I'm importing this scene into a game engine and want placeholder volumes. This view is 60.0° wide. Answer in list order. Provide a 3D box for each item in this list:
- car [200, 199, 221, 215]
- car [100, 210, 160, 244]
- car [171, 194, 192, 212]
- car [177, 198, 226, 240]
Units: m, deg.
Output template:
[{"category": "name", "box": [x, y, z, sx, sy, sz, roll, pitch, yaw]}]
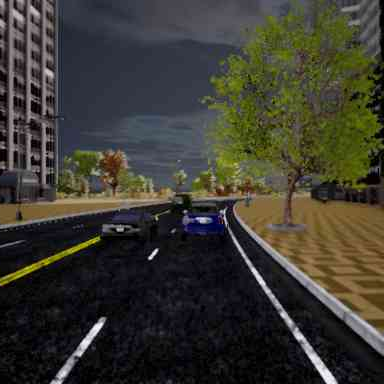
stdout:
[{"category": "car", "box": [2.059, 1.574, 36.439, 2.033, 1.411, 5.357, 0, 0, 6]}, {"category": "car", "box": [-2.744, 1.552, 15.727, 2.033, 1.411, 5.357, 0, 0, 3]}, {"category": "car", "box": [-0.981, 1.246, 38.536, 2.150, 2.045, 5.566, 0, 0, 6]}, {"category": "car", "box": [0.604, 1.361, 17.326, 2.097, 1.767, 4.553, 0, 0, 3]}]
